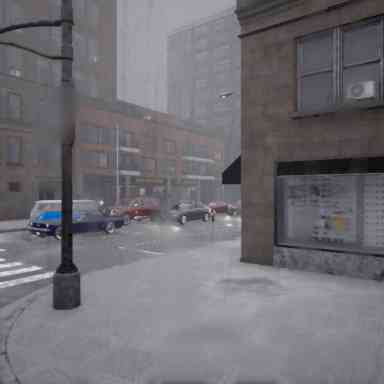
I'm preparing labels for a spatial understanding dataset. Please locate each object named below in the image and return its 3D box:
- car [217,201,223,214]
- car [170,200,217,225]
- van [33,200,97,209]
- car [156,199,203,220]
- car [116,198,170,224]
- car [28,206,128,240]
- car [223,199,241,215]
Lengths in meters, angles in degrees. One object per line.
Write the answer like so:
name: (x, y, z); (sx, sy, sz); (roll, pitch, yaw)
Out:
car: (2.310, 1.581, 33.340); (1.887, 1.381, 4.507); (0, 0, 36)
car: (-0.414, 1.534, 24.858); (1.837, 1.490, 4.892); (0, 0, 36)
van: (-7.522, 1.364, 19.732); (1.690, 1.788, 3.998); (0, 0, 36)
car: (-0.968, 1.472, 28.804); (1.967, 1.590, 4.097); (0, 0, 36)
car: (-4.245, 1.343, 24.268); (2.192, 1.841, 5.009); (0, 0, 36)
car: (-5.886, 1.622, 17.329); (1.895, 1.301, 4.718); (0, 0, 37)
car: (5.357, 1.388, 32.832); (2.097, 1.767, 4.553); (0, 0, 36)
